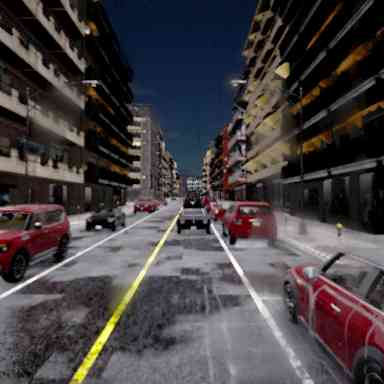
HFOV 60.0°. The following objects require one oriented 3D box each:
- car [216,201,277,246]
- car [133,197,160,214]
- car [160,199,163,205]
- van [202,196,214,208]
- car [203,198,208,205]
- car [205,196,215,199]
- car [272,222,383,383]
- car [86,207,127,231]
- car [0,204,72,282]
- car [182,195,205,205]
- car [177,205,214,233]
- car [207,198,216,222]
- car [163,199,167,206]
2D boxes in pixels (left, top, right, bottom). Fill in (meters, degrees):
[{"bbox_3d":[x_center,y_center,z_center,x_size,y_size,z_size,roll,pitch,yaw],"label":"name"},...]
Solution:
[{"bbox_3d":[2.547,1.359,15.514,2.192,1.841,5.009,1,0,0],"label":"car"},{"bbox_3d":[-5.309,1.444,37.692,2.192,1.841,5.009,1,0,0],"label":"car"},{"bbox_3d":[-5.318,1.700,43.222,1.887,1.381,4.507,1,0,0],"label":"car"},{"bbox_3d":[2.528,1.555,54.235,1.690,1.788,3.998,1,0,0],"label":"van"},{"bbox_3d":[2.531,1.711,37.639,1.802,1.307,4.206,1,0,0],"label":"car"},{"bbox_3d":[2.531,1.499,48.703,2.192,1.841,5.009,1,0,0],"label":"car"},{"bbox_3d":[2.591,1.453,4.452,1.967,1.590,4.097,1,0,0],"label":"car"},{"bbox_3d":[-5.308,1.628,21.102,1.947,1.339,4.313,1,0,0],"label":"car"},{"bbox_3d":[-5.296,1.343,10.040,2.192,1.841,5.009,1,0,0],"label":"car"},{"bbox_3d":[0.085,1.355,38.554,2.150,2.045,5.566,0,0,0],"label":"car"},{"bbox_3d":[0.091,1.660,20.168,1.895,1.301,4.718,0,0,0],"label":"car"},{"bbox_3d":[2.539,1.523,26.577,1.967,1.590,4.097,1,0,0],"label":"car"},{"bbox_3d":[-5.326,1.828,59.816,1.802,1.307,4.206,1,0,0],"label":"car"}]
